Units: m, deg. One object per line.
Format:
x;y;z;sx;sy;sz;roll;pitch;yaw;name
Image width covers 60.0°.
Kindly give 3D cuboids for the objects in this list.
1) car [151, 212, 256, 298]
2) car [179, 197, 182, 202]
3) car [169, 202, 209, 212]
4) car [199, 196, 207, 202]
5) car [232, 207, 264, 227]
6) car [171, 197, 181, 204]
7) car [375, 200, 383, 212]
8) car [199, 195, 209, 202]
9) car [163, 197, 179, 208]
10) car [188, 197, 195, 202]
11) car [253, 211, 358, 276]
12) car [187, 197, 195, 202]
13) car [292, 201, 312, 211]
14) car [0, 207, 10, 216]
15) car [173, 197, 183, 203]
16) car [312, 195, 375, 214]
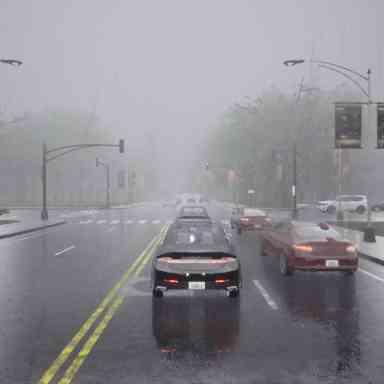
0.083;1.496;8.498;2.128;1.511;4.902;0;0;0;car
-3.440;1.706;61.404;2.128;1.511;4.902;0;0;0;car
0.065;1.517;17.906;2.128;1.511;4.902;0;0;0;car
3.061;1.953;93.002;2.033;1.411;5.357;0;-1;0;car
3.322;1.555;19.027;1.812;1.442;4.674;0;0;1;car
-3.395;1.851;71.314;1.994;1.385;4.181;0;-1;0;car
23.915;1.695;40.919;5.008;1.535;1.882;0;0;0;car
3.084;1.643;82.614;2.150;2.045;5.566;0;-1;0;car
-3.448;1.760;52.051;1.895;1.301;4.718;0;0;0;car
-0.189;1.966;92.995;1.994;1.385;4.181;0;-1;0;car
3.326;1.533;10.219;1.812;1.442;4.674;0;0;0;car
-0.166;1.894;82.541;1.882;1.535;5.008;0;-1;0;car
14.784;1.773;40.829;4.718;1.301;1.895;0;0;0;car
-19.815;1.551;30.550;5.357;1.411;2.033;0;0;-1;car
-3.416;1.946;81.791;2.033;1.411;5.357;0;-1;0;car
17.031;1.399;37.607;5.566;2.045;2.150;0;0;-1;car
